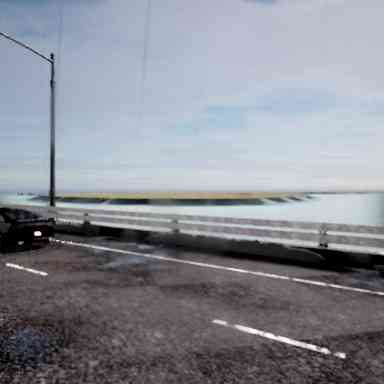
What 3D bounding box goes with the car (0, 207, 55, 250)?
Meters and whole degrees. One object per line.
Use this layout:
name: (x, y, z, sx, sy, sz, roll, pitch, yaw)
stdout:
car: (-7.716, 1.367, 13.808, 5.008, 1.535, 1.882, 1, 1, 36)
